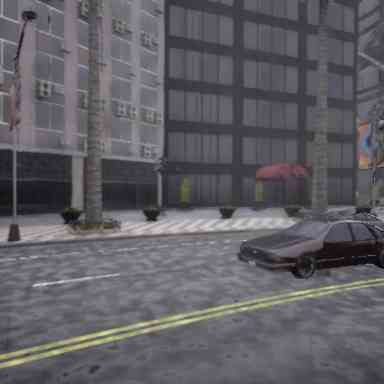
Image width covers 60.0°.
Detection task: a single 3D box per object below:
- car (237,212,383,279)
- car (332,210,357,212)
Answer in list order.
[{"bbox_3d":[4.028,1.504,9.847,5.357,1.411,2.033,0,0,-24],"label":"car"},{"bbox_3d":[6.539,1.506,14.353,4.181,1.385,1.994,0,0,-18],"label":"car"}]
